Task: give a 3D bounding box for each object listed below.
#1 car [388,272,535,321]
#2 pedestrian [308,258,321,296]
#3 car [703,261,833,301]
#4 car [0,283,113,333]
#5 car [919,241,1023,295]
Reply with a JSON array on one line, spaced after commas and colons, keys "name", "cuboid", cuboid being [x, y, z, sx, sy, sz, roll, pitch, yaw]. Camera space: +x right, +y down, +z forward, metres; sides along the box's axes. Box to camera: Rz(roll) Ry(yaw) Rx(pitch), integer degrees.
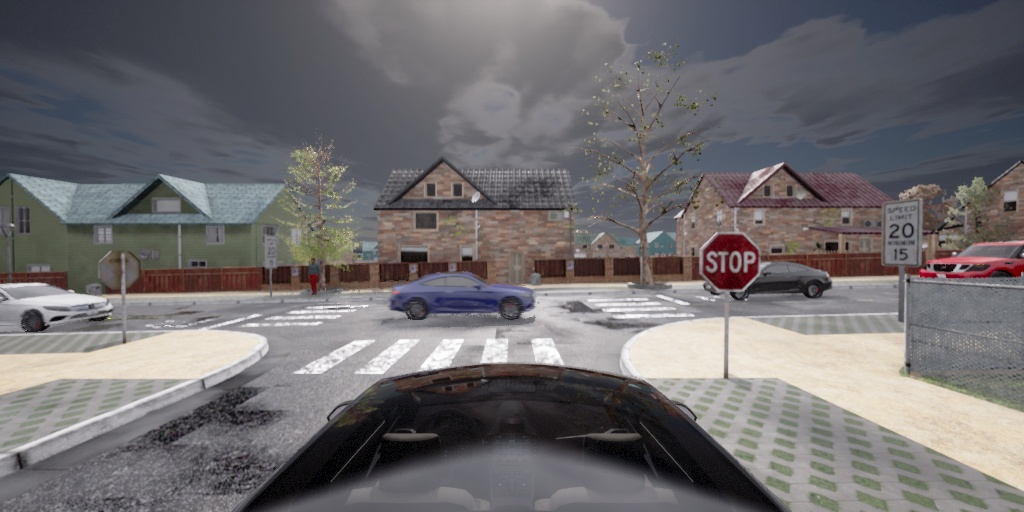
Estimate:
[{"name": "car", "cuboid": [-1.594, 1.242, 11.670, 4.674, 1.442, 1.812, -1, 0, 0]}, {"name": "pedestrian", "cuboid": [-9.669, 0.985, 17.485, 0.375, 1.860, 0.375, 0, 2, 0]}, {"name": "car", "cuboid": [10.328, 0.945, 14.636, 4.674, 1.442, 1.812, -1, 1, 0]}, {"name": "car", "cuboid": [-15.937, 1.614, 11.618, 4.674, 1.442, 1.812, -1, 1, 0]}, {"name": "car", "cuboid": [20.280, 0.407, 14.663, 5.566, 2.045, 2.150, -1, 1, -1]}]
